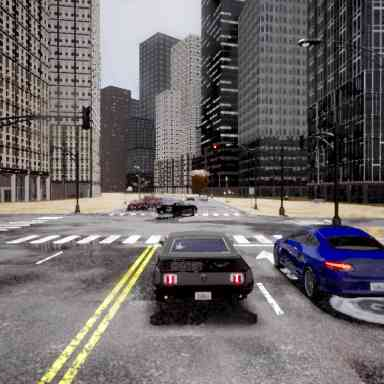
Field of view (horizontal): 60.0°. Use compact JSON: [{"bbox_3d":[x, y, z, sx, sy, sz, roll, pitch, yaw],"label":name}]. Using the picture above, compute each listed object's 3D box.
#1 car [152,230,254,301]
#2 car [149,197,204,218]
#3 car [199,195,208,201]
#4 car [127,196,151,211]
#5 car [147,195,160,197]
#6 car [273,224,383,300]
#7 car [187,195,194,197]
[{"bbox_3d":[0.112,1.598,8.264,1.895,1.301,4.718,0,0,-3],"label":"car"},{"bbox_3d":[-1.293,1.462,29.734,2.128,1.511,4.902,1,0,30],"label":"car"},{"bbox_3d":[2.827,1.397,80.534,1.812,1.442,4.674,0,0,-4],"label":"car"},{"bbox_3d":[-6.533,1.530,40.329,1.994,1.385,4.181,0,0,0],"label":"car"},{"bbox_3d":[-6.516,1.299,50.577,2.097,1.767,4.553,0,0,0],"label":"car"},{"bbox_3d":[3.354,1.523,8.232,1.812,1.442,4.674,0,0,1],"label":"car"},{"bbox_3d":[-0.422,1.469,80.421,1.895,1.301,4.718,0,0,-4],"label":"car"}]
